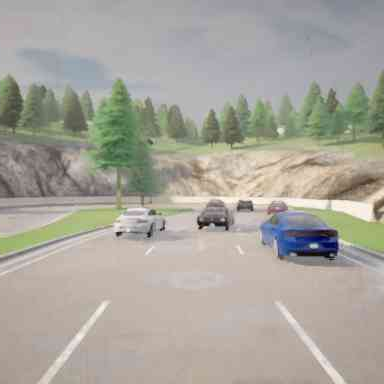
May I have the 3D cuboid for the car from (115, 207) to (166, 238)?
[{"bbox_3d":[-2.687,1.541,17.879,1.812,1.442,4.674,0,0,8],"label":"car"}]

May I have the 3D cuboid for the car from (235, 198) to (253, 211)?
[{"bbox_3d":[6.444,1.527,41.490,2.128,1.511,4.902,0,0,3],"label":"car"}]

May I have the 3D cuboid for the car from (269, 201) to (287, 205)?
[{"bbox_3d":[9.135,1.594,35.434,1.994,1.385,4.181,0,0,15],"label":"car"}]

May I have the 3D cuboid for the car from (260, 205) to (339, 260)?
[{"bbox_3d":[3.811,1.488,12.577,1.882,1.535,5.008,0,0,2],"label":"car"}]

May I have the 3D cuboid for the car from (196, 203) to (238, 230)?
[{"bbox_3d":[1.638,1.619,21.255,1.895,1.301,4.718,0,0,12],"label":"car"}]

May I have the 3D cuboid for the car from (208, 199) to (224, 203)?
[{"bbox_3d":[2.783,1.559,39.447,1.812,1.442,4.674,0,0,11],"label":"car"}]
